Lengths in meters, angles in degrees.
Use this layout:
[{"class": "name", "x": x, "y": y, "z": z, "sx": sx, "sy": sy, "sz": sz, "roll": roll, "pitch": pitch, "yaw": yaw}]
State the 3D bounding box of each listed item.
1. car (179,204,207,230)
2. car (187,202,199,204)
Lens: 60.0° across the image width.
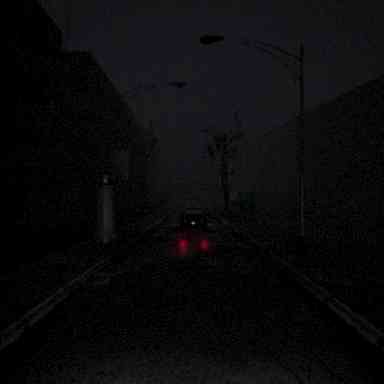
[{"class": "car", "x": 0.076, "y": 1.800, "z": 23.040, "sx": 1.812, "sy": 1.442, "sz": 4.674, "roll": 0, "pitch": -1, "yaw": 0}, {"class": "car", "x": 0.085, "y": 1.932, "z": 40.379, "sx": 1.882, "sy": 1.535, "sz": 5.008, "roll": 0, "pitch": 0, "yaw": 0}]
